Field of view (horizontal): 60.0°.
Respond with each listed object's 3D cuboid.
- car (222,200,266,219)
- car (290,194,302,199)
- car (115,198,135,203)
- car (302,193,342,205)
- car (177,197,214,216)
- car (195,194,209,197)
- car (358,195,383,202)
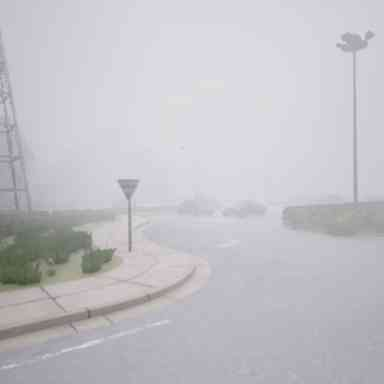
[{"bbox_3d":[4.577,1.442,28.731,4.674,1.442,1.812,-1,0,-45],"label":"car"},{"bbox_3d":[21.152,1.185,64.651,2.242,1.667,4.611,-1,0,-37],"label":"car"},{"bbox_3d":[-8.461,1.526,41.333,1.816,1.474,4.193,-1,0,-37],"label":"car"},{"bbox_3d":[18.050,1.073,45.611,1.932,1.855,4.605,-1,0,-37],"label":"car"},{"bbox_3d":[0.293,1.472,31.830,1.784,1.438,3.905,-1,0,-37],"label":"car"},{"bbox_3d":[1.909,1.222,49.965,1.905,1.878,3.866,-1,0,-37],"label":"car"},{"bbox_3d":[23.363,1.224,42.996,4.892,1.490,1.837,0,-1,-28],"label":"car"}]
